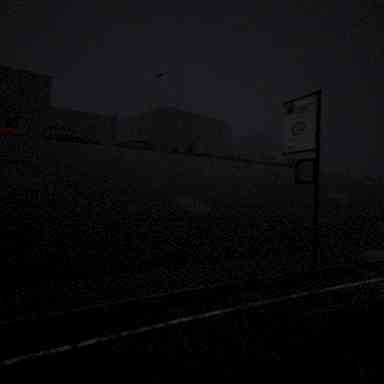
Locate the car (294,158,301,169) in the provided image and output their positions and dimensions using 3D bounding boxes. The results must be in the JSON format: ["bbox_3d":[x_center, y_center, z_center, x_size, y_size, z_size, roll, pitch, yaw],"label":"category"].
[{"bbox_3d":[13.512,-3.065,41.787,5.566,2.045,2.435,3,-1,-39],"label":"car"}]

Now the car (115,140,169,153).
[{"bbox_3d":[-4.205,-3.574,28.446,4.792,1.488,2.163,2,-1,-34],"label":"car"}]

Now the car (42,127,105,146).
[{"bbox_3d":[-8.944,-3.918,25.243,4.553,1.767,2.185,2,-1,-33],"label":"car"}]

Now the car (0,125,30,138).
[{"bbox_3d":[-13.594,-3.975,22.259,5.008,1.535,2.097,2,-1,-31],"label":"car"}]

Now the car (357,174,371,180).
[{"bbox_3d":[25.957,-1.979,52.704,4.674,1.452,2.002,4,-2,-43],"label":"car"}]

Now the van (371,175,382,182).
[{"bbox_3d":[30.098,-1.929,56.588,4.442,1.987,1.878,4,-2,-43],"label":"van"}]

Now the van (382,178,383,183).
[{"bbox_3d":[34.031,-1.599,60.474,4.442,1.987,1.878,5,-3,-44],"label":"van"}]

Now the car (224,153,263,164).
[{"bbox_3d":[4.670,-3.243,34.835,4.892,1.521,2.231,2,-1,-36],"label":"car"}]

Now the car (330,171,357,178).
[{"bbox_3d":[21.866,-2.266,48.976,4.674,1.452,2.002,4,-2,-41],"label":"car"}]

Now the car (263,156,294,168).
[{"bbox_3d":[9.133,-3.164,38.279,4.553,1.767,2.185,3,-1,-38],"label":"car"}]

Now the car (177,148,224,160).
[{"bbox_3d":[0.306,-3.383,31.621,4.674,1.452,2.002,2,-1,-35],"label":"car"}]
